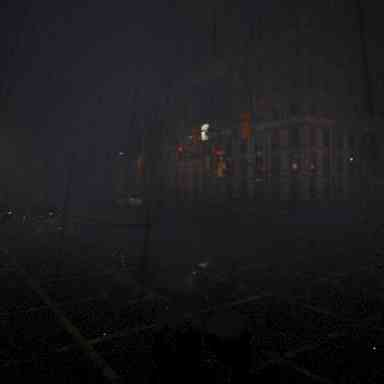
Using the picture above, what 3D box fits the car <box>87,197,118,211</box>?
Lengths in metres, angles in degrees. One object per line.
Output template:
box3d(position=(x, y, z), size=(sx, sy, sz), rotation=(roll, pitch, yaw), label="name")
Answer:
box3d(position=(-11.192, 1.388, 40.498), size=(1.882, 1.535, 5.008), rotation=(0, 0, -35), label="car")

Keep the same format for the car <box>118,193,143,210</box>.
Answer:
box3d(position=(-7.944, 1.110, 41.937), size=(2.150, 2.045, 5.566), rotation=(0, 0, -35), label="car")

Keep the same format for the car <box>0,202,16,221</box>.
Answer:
box3d(position=(-15.254, 1.510, 25.961), size=(1.812, 1.442, 4.674), rotation=(0, 0, -35), label="car")

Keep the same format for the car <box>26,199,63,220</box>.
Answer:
box3d(position=(-12.180, 1.526, 27.676), size=(1.994, 1.385, 4.181), rotation=(0, 0, -35), label="car")

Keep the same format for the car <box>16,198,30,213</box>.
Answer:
box3d(position=(-18.037, 1.453, 36.066), size=(2.128, 1.511, 4.902), rotation=(0, 0, -35), label="car")
